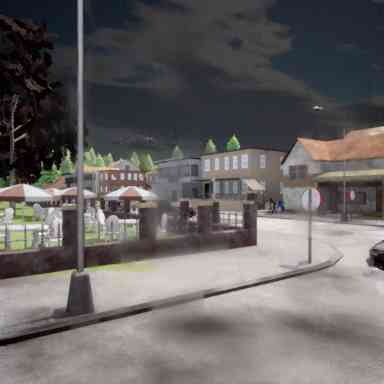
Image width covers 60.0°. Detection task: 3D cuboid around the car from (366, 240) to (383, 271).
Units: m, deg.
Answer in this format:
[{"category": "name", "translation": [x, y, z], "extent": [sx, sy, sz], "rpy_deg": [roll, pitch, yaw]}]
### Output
[{"category": "car", "translation": [7.324, 1.547, 9.816], "extent": [5.357, 1.411, 2.033], "rpy_deg": [0, 0, -35]}]

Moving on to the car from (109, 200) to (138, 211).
[{"category": "car", "translation": [-8.168, 1.351, 39.168], "extent": [2.097, 1.767, 4.553], "rpy_deg": [0, 0, -35]}]

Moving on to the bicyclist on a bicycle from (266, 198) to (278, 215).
[{"category": "bicyclist on a bicycle", "translation": [7.603, 1.349, 31.457], "extent": [1.656, 1.620, 0.582], "rpy_deg": [0, 0, -35]}]

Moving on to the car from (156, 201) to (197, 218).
[{"category": "car", "translation": [-1.769, 1.547, 30.146], "extent": [2.033, 1.411, 5.357], "rpy_deg": [0, 0, -35]}]
